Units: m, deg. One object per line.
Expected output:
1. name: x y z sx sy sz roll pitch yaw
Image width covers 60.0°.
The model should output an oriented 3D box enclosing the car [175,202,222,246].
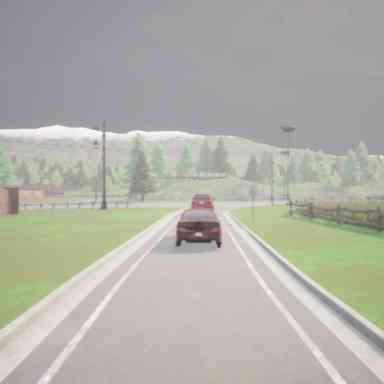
1. car: 0.320 1.460 15.146 1.882 1.535 5.008 0 0 2

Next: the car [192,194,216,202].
1. car: 1.207 1.182 34.047 2.150 2.045 5.566 0 0 7
